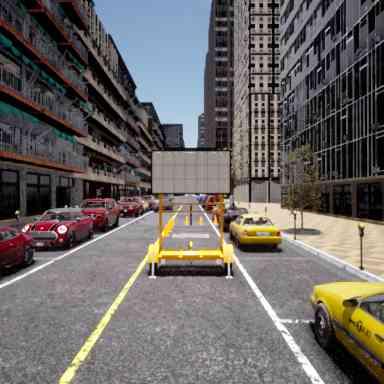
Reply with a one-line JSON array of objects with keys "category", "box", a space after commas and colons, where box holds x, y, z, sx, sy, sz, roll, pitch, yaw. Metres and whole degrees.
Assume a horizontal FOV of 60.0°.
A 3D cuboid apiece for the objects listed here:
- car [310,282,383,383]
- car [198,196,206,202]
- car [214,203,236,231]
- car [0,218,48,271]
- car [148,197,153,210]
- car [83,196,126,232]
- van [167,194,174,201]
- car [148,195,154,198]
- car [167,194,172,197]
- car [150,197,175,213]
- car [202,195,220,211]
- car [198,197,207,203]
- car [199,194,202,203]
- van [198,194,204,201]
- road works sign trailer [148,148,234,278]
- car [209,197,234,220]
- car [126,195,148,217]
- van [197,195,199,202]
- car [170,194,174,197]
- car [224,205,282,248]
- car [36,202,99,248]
[{"category": "car", "box": [2.684, 1.526, 3.403, 1.752, 1.417, 4.829, 0, 0, 0]}, {"category": "car", "box": [2.388, 1.764, 82.516, 1.802, 1.307, 4.206, 0, 0, 0]}, {"category": "car", "box": [2.621, 1.579, 20.221, 1.947, 1.339, 4.313, 0, 0, 0]}, {"category": "car", "box": [-5.717, 1.585, 8.864, 1.802, 1.307, 4.206, 0, 0, 0]}, {"category": "car", "box": [-5.822, 1.562, 37.011, 1.752, 1.417, 4.829, 0, 0, 0]}, {"category": "car", "box": [-5.757, 1.329, 20.191, 2.192, 1.841, 5.009, 0, 0, 0]}, {"category": "van", "box": [-6.034, 1.574, 93.814, 1.690, 1.788, 3.998, 0, 0, 0]}, {"category": "car", "box": [-5.842, 1.364, 42.844, 2.192, 1.841, 5.009, 0, 0, 0]}, {"category": "car", "box": [-5.950, 1.704, 71.159, 1.947, 1.339, 4.313, 0, 0, 0]}, {"category": "car", "box": [-3.137, 1.601, 37.087, 1.994, 1.385, 4.181, 0, 0, 0]}, {"category": "car", "box": [2.559, 1.352, 37.212, 2.192, 1.841, 5.009, 0, 0, 0]}, {"category": "car", "box": [2.409, 1.742, 76.854, 1.802, 1.307, 4.206, 0, 0, 0]}, {"category": "car", "box": [2.516, 1.377, 48.537, 2.192, 1.841, 5.009, 0, 0, 0]}, {"category": "van", "box": [2.367, 1.547, 88.180, 1.690, 1.788, 3.998, 0, 0, 0]}, {"category": "road works sign trailer", "box": [-0.030, 0.468, 10.081, 2.380, 3.560, 2.880, 0, 0, 0]}, {"category": "car", "box": [2.600, 1.460, 25.884, 1.967, 1.590, 4.097, 0, 0, 0]}, {"category": "car", "box": [-5.800, 1.342, 31.516, 2.192, 1.841, 5.009, 0, 0, 0]}, {"category": "van", "box": [2.431, 1.479, 71.191, 1.690, 1.788, 3.998, 0, 0, 0]}, {"category": "car", "box": [-6.013, 1.772, 88.148, 1.947, 1.339, 4.313, 0, 0, 0]}, {"category": "car", "box": [2.642, 1.533, 14.728, 1.752, 1.417, 4.829, 0, 0, 0]}, {"category": "car", "box": [-5.737, 1.447, 14.527, 1.967, 1.590, 4.097, 0, 0, 0]}]
